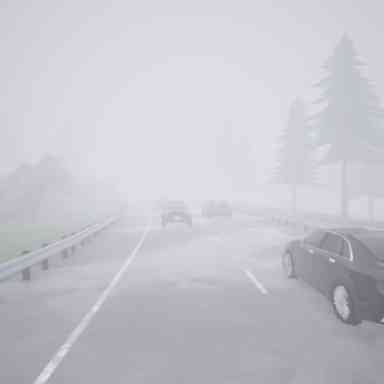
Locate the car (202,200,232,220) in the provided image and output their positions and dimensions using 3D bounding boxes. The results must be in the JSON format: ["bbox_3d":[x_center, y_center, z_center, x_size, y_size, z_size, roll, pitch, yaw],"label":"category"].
[{"bbox_3d":[1.952,1.397,27.058,2.128,1.511,4.902,0,0,-6],"label":"car"}]

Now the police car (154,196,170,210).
[{"bbox_3d":[-3.584,1.291,41.167,1.930,1.638,5.238,0,0,-10],"label":"police car"}]

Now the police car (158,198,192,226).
[{"bbox_3d":[-1.133,1.428,22.973,2.038,1.542,4.974,0,0,-5],"label":"police car"}]

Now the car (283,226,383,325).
[{"bbox_3d":[3.403,1.475,7.059,1.837,1.490,4.892,0,0,-2],"label":"car"}]
